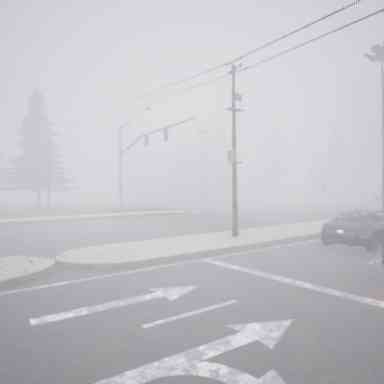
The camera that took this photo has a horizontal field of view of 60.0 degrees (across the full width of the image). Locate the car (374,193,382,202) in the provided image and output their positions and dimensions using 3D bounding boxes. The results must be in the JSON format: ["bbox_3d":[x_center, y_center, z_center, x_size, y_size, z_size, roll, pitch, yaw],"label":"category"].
[{"bbox_3d":[28.518,0.702,48.553,5.008,1.535,1.882,-1,1,-35],"label":"car"}]

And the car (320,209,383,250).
[{"bbox_3d":[6.942,1.364,13.170,4.181,1.385,1.994,-1,1,-37],"label":"car"}]

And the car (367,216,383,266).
[{"bbox_3d":[6.739,1.351,8.378,4.892,1.490,1.837,-2,1,-33],"label":"car"}]
